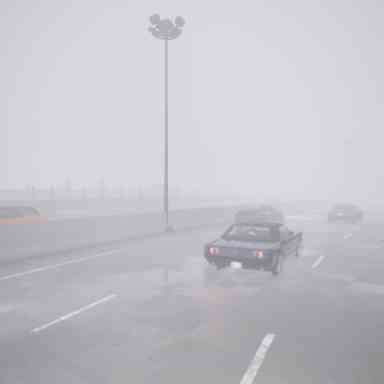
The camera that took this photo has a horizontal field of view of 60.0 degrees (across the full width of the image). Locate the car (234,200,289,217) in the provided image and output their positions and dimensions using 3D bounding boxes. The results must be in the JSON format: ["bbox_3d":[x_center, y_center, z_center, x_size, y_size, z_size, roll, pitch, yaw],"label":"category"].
[{"bbox_3d":[4.271,1.505,20.617,1.837,1.490,4.892,0,0,33],"label":"car"}]

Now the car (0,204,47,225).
[{"bbox_3d":[-8.218,1.352,13.592,2.097,1.767,4.553,0,0,28],"label":"car"}]

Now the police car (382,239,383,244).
[{"bbox_3d":[5.143,1.425,6.827,1.930,1.638,5.238,0,0,27],"label":"police car"}]

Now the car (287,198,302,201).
[{"bbox_3d":[14.988,1.565,49.090,1.994,1.385,4.181,0,0,35],"label":"car"}]

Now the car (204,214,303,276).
[{"bbox_3d":[2.212,1.601,10.570,1.895,1.301,4.718,0,0,28],"label":"car"}]

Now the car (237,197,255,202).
[{"bbox_3d":[8.575,1.527,52.117,1.812,1.442,4.674,0,0,35],"label":"car"}]

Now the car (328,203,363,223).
[{"bbox_3d":[11.828,1.564,25.575,1.994,1.385,4.181,0,0,34],"label":"car"}]

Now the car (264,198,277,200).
[{"bbox_3d":[12.102,1.565,51.068,1.994,1.385,4.181,0,0,35],"label":"car"}]
